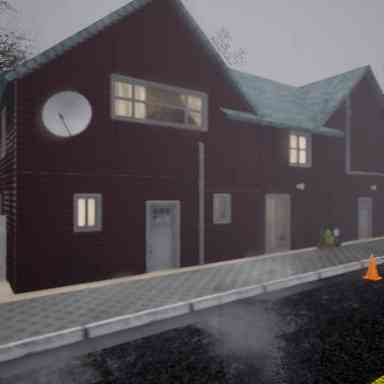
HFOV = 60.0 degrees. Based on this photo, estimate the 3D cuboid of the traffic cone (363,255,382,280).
[{"bbox_3d":[4.646,1.924,8.573,0.340,0.580,0.340,0,0,-34],"label":"traffic cone"}]
